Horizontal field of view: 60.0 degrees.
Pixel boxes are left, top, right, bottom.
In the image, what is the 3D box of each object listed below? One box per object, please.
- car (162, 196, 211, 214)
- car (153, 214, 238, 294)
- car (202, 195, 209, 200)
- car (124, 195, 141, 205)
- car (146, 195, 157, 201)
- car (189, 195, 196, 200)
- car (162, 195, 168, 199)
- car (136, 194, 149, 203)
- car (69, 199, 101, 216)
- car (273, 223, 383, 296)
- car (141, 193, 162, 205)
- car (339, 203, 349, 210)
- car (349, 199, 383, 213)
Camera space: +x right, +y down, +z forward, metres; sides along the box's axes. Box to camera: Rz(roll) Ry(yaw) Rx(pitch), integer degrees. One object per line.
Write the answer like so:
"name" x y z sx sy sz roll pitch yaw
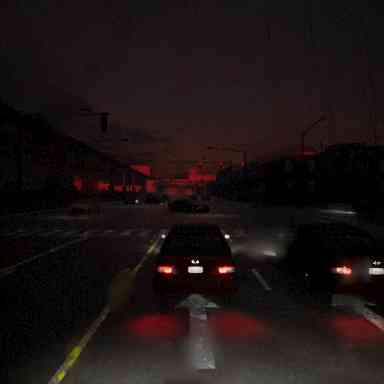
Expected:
"car" -0.417 1.477 34.174 5.008 1.535 1.882 0 1 45
"car" 0.086 1.547 8.920 2.033 1.411 5.357 0 0 0
"car" 3.685 1.524 93.968 1.812 1.442 4.674 0 0 0
"car" -10.467 1.547 58.097 2.033 1.411 5.357 0 0 0
"car" -10.332 1.514 85.253 2.128 1.511 4.902 0 0 0
"car" 0.184 1.500 93.713 1.837 1.490 4.892 0 0 0
"car" -6.860 1.540 70.931 2.033 1.411 5.357 0 0 0
"car" -10.361 1.355 70.411 2.097 1.767 4.553 0 0 0
"car" -10.536 1.477 33.037 1.882 1.535 5.008 0 0 0
"car" 3.578 1.547 8.814 2.033 1.411 5.357 0 0 2
"car" -6.974 1.219 57.648 2.150 2.045 5.566 0 0 0
"car" 20.614 1.547 39.847 5.357 1.411 2.033 0 0 0
"car" 20.032 1.564 36.343 4.181 1.385 1.994 0 0 0
